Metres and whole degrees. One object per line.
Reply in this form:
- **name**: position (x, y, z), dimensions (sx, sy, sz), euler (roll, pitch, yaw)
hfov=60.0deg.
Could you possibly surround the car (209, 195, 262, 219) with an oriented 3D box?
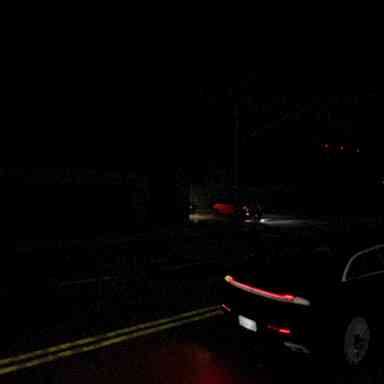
- **car**: position (3.963, 1.386, 29.267), dimensions (2.097, 1.767, 4.553), euler (0, 0, -37)

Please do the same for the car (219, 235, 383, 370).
- **car**: position (2.698, 1.502, 5.752), dimensions (4.902, 1.511, 2.128), euler (0, 0, -35)

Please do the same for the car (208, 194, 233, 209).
- **car**: position (3.991, 1.261, 35.087), dimensions (2.150, 2.045, 5.566), euler (0, 0, -36)

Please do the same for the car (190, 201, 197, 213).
- **car**: position (-1.775, 1.255, 36.955), dimensions (2.150, 2.045, 5.566), euler (0, 0, -37)
